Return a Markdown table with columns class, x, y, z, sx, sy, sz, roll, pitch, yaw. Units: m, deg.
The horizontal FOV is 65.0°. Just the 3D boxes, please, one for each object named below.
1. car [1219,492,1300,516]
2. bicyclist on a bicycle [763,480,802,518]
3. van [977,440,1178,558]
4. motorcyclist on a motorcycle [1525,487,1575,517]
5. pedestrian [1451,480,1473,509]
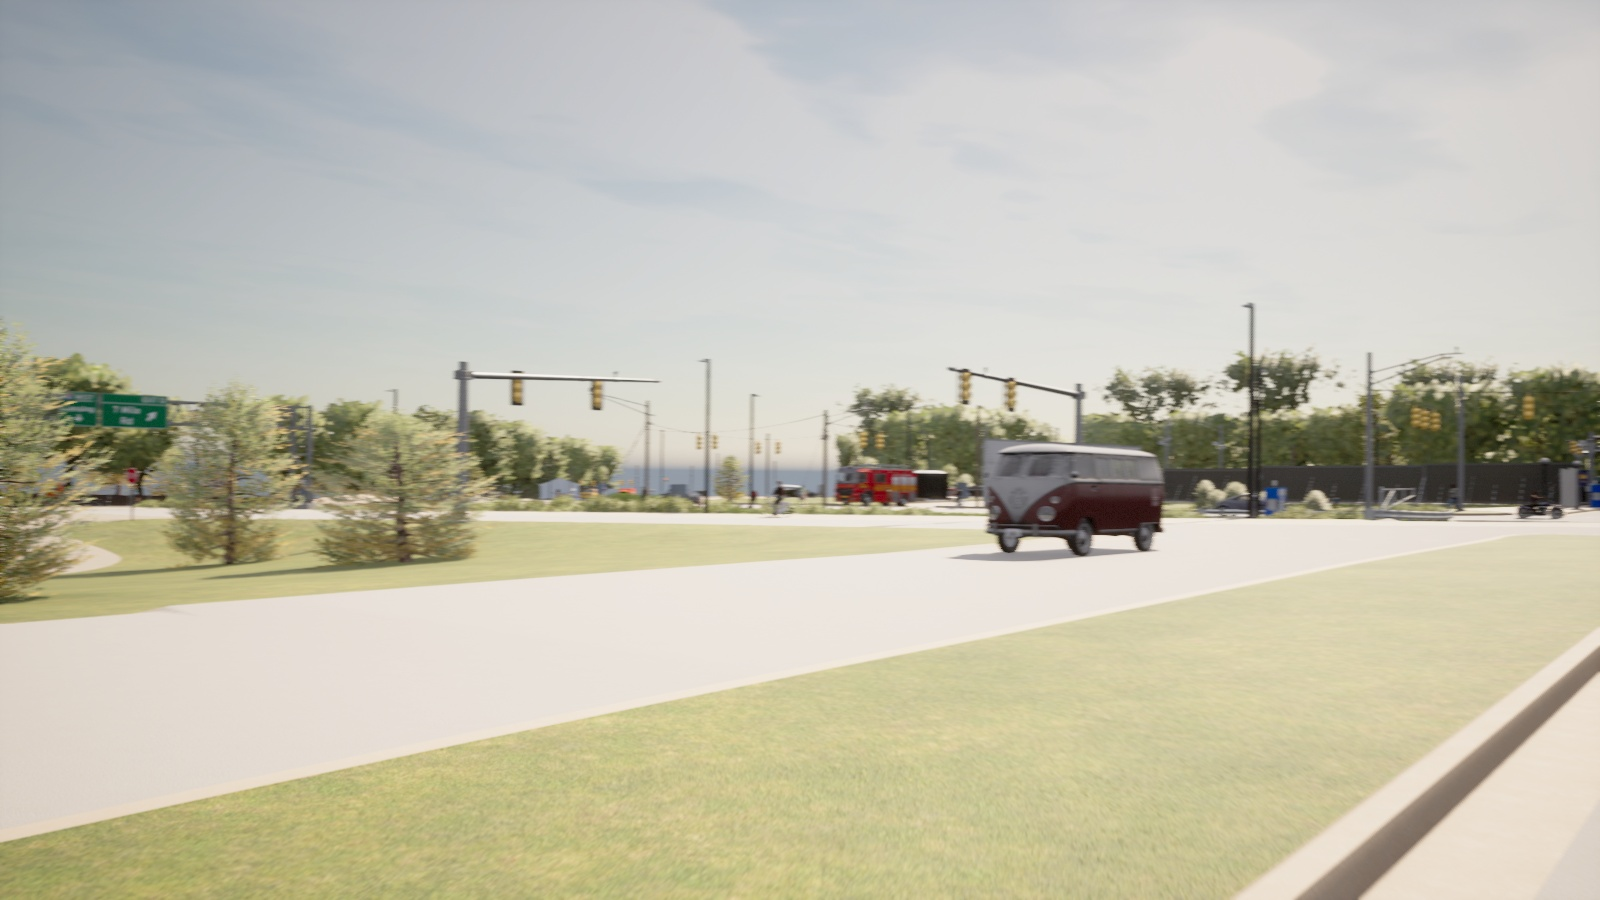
| class | x | y | z | sx | sy | sz | roll | pitch | yaw |
| --- | --- | --- | --- | --- | --- | --- | --- | --- | --- |
| car | 27.790 | 3.252 | 75.948 | 4.181 | 1.385 | 1.994 | -1 | -2 | 39 |
| bicyclist on a bicycle | -0.854 | 2.307 | 59.323 | 1.843 | 1.776 | 0.659 | -2 | -2 | 40 |
| van | 5.253 | 0.895 | 23.379 | 1.775 | 1.987 | 4.442 | -1 | -3 | 40 |
| motorcyclist on a motorcycle | 42.066 | 2.918 | 70.439 | 2.350 | 1.649 | 0.766 | -1 | -2 | 29 |
| pedestrian | 42.977 | 2.896 | 81.572 | 0.900 | 1.855 | 0.874 | 1 | -1 | -18 |
